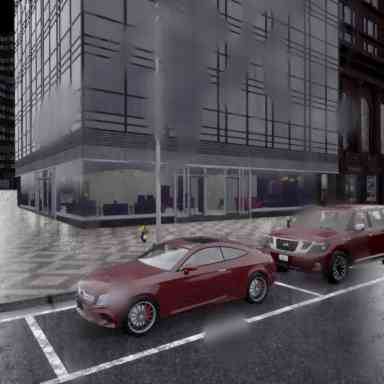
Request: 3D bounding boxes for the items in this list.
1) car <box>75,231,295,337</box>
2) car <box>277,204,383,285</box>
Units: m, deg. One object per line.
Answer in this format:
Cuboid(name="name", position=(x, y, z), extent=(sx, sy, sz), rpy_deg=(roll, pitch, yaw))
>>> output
Cuboid(name="car", position=(-0.099, 1.582, 6.575), extent=(4.206, 1.307, 1.802), rpy_deg=(0, 0, -35))
Cuboid(name="car", position=(4.322, 1.315, 9.721), extent=(5.009, 1.841, 2.192), rpy_deg=(0, 0, -35))
